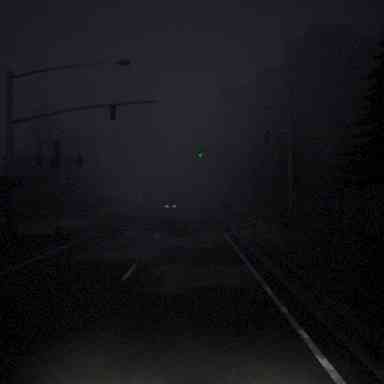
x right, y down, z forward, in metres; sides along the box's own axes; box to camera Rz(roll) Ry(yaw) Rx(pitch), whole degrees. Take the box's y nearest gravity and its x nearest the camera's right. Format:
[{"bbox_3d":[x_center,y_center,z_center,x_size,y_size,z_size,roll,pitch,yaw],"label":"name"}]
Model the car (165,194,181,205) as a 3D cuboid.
[{"bbox_3d":[-3.547,1.516,57.171,2.033,1.411,5.357,0,0,1],"label":"car"}]
